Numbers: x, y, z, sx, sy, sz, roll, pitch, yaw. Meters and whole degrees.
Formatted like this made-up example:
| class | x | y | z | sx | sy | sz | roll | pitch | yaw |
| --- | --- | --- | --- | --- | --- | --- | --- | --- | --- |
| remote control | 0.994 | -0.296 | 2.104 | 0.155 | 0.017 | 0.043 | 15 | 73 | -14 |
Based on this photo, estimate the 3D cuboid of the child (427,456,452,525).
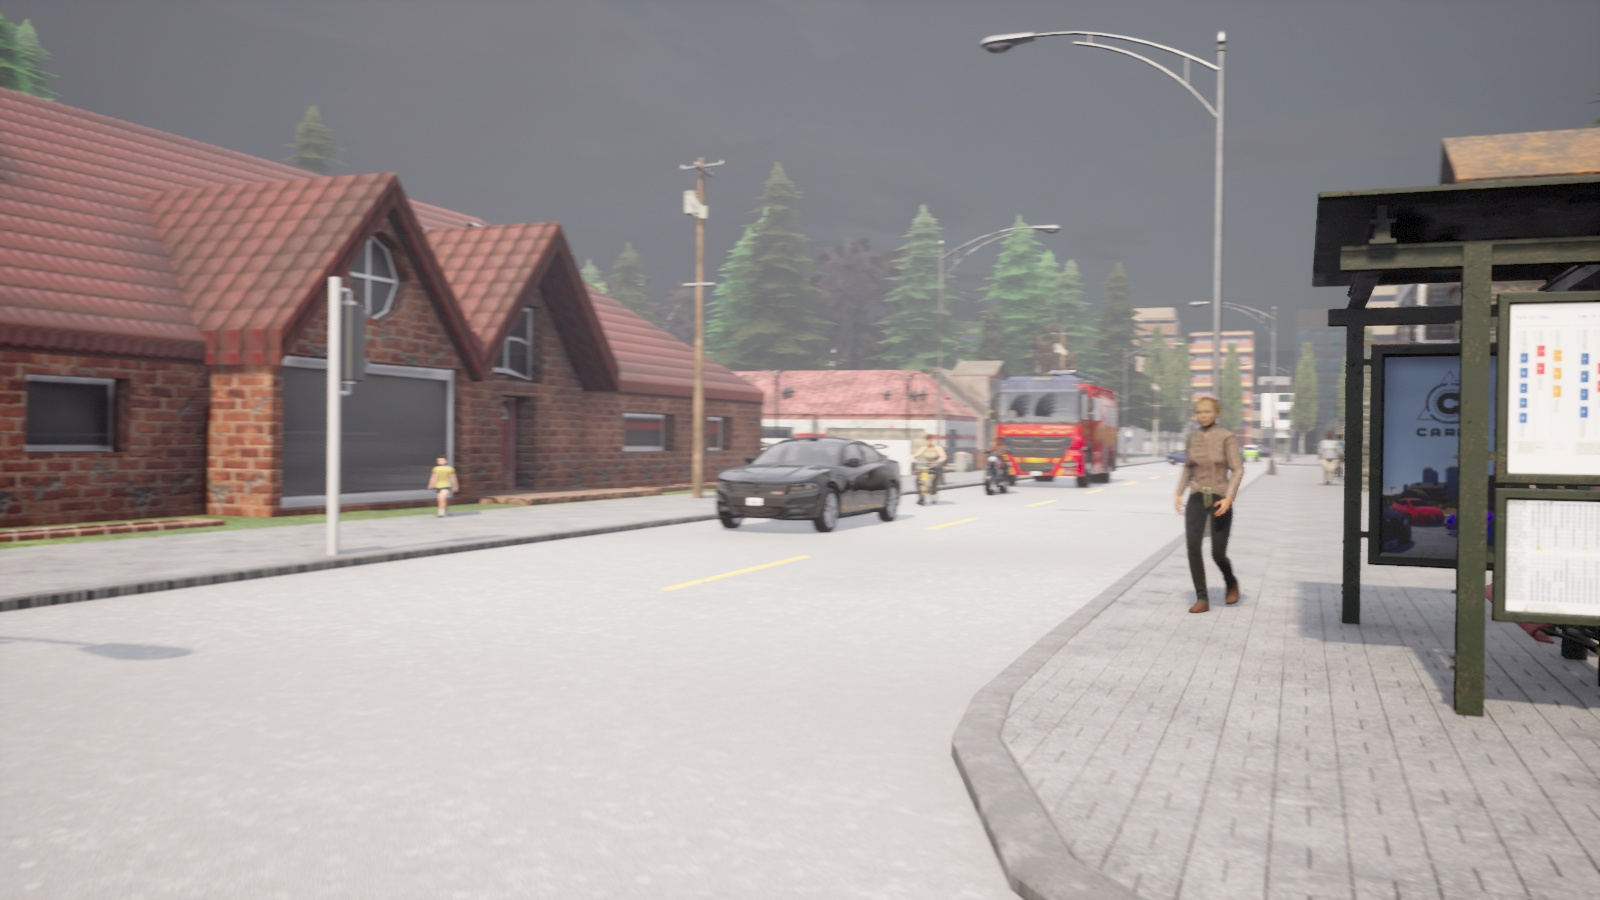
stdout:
| class | x | y | z | sx | sy | sz | roll | pitch | yaw |
| --- | --- | --- | --- | --- | --- | --- | --- | --- | --- |
| child | -5.948 | 0.664 | 20.732 | 0.255 | 1.110 | 0.394 | 0 | 1 | 8 |

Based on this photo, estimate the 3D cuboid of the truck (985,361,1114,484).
| class | x | y | z | sx | sy | sz | roll | pitch | yaw |
| --- | --- | --- | --- | --- | --- | --- | --- | --- | --- |
| truck | 8.777 | -0.889 | 43.319 | 2.891 | 3.827 | 8.468 | 0 | 1 | 22 |

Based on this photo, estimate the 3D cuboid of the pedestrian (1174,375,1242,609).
| class | x | y | z | sx | sy | sz | roll | pitch | yaw |
| --- | --- | --- | --- | --- | --- | --- | --- | --- | --- |
| pedestrian | 3.331 | 0.328 | 10.239 | 0.331 | 1.846 | 0.634 | 0 | 1 | 37 |

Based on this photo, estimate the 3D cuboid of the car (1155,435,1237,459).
| class | x | y | z | sx | sy | sz | roll | pitch | yaw |
| --- | --- | --- | --- | --- | --- | --- | --- | --- | --- |
| car | 25.769 | -0.185 | 81.702 | 4.792 | 1.488 | 2.163 | -1 | 1 | -23 |

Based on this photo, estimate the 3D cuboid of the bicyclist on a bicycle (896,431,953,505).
| class | x | y | z | sx | sy | sz | roll | pitch | yaw |
| --- | --- | --- | --- | --- | --- | --- | --- | --- | --- |
| bicyclist on a bicycle | 2.804 | 0.390 | 28.154 | 0.866 | 1.612 | 1.509 | 0 | 1 | 21 |

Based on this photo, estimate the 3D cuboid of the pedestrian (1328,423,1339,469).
| class | x | y | z | sx | sy | sz | roll | pitch | yaw |
| --- | --- | --- | --- | --- | --- | --- | --- | --- | --- |
| pedestrian | 22.540 | -0.187 | 53.028 | 0.396 | 1.930 | 0.692 | 0 | 1 | 21 |

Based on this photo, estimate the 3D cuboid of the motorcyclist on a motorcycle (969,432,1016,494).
| class | x | y | z | sx | sy | sz | roll | pitch | yaw |
| --- | --- | --- | --- | --- | --- | --- | --- | --- | --- |
| motorcyclist on a motorcycle | 5.310 | 0.329 | 34.515 | 0.766 | 1.649 | 2.350 | 0 | 1 | 21 |

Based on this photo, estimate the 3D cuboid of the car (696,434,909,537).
| class | x | y | z | sx | sy | sz | roll | pitch | yaw |
| --- | --- | --- | --- | --- | --- | --- | --- | --- | --- |
| car | 0.210 | 0.508 | 21.538 | 1.882 | 1.535 | 5.008 | 0 | 1 | 22 |

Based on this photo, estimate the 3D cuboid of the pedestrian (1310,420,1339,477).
| class | x | y | z | sx | sy | sz | roll | pitch | yaw |
| --- | --- | --- | --- | --- | --- | --- | --- | --- | --- |
| pedestrian | 17.492 | -0.053 | 41.909 | 0.874 | 1.855 | 0.900 | 0 | 1 | 21 |
